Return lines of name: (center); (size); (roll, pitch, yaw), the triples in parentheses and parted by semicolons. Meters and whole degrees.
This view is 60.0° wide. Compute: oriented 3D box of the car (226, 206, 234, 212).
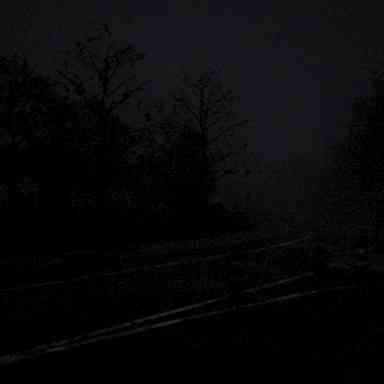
car: (10.902, 4.703, 82.847); (2.163, 1.488, 4.792); (2, -5, -31)

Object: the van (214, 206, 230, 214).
van: (7.974, 4.792, 87.640); (1.878, 1.987, 4.442); (2, -5, -31)

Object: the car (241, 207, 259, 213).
car: (13.782, 4.377, 78.177); (2.002, 1.452, 4.674); (4, -6, -31)
